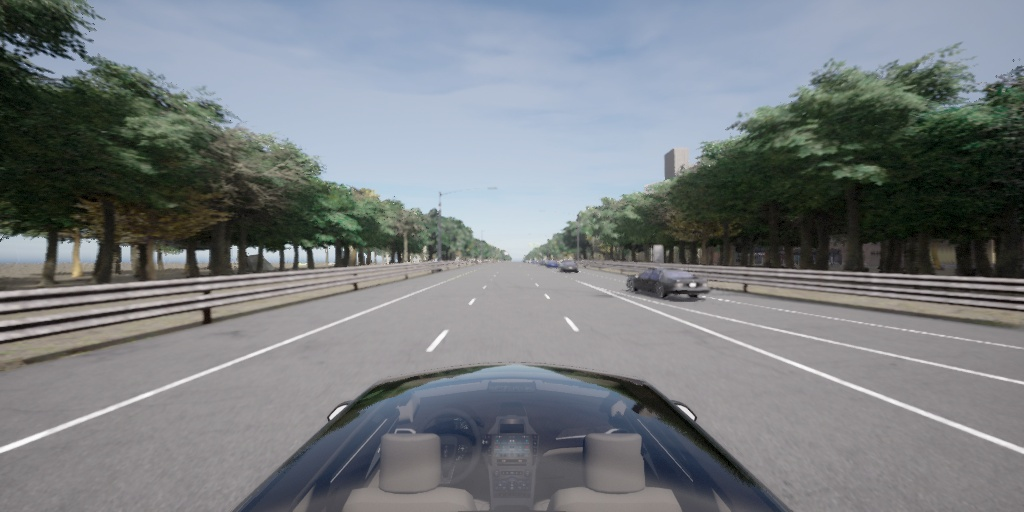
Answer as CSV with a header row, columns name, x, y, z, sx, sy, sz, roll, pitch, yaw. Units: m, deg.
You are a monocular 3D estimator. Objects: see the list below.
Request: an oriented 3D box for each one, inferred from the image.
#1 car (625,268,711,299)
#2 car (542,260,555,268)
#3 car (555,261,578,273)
name,x,y,z,sx,sy,sz,roll,pitch,yaw
car,7.718,1.319,18.321,2.033,1.411,5.357,0,0,-6
car,7.054,1.407,64.280,1.994,1.385,4.181,0,0,0
car,7.006,1.348,44.913,1.994,1.385,4.181,0,0,0
